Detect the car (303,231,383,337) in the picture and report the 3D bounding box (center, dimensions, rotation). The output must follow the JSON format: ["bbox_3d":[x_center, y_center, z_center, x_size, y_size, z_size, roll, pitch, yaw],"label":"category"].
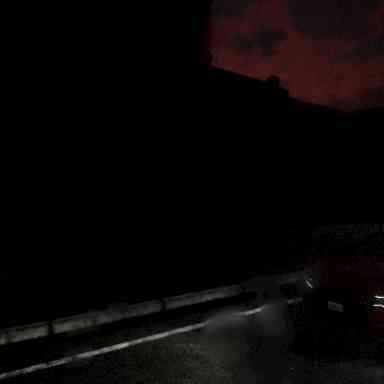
[{"bbox_3d":[4.270,1.502,6.471,5.008,1.535,1.882,1,0,-34],"label":"car"}]
